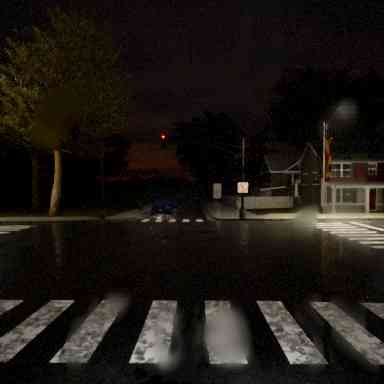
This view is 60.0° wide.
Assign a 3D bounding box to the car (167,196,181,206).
[{"bbox_3d":[-2.865,1.484,54.726,2.033,1.411,5.357,0,0,0],"label":"car"}]

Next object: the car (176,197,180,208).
[{"bbox_3d":[-2.914,1.460,44.097,1.837,1.490,4.892,0,0,0],"label":"car"}]

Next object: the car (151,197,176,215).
[{"bbox_3d":[-2.958,1.447,33.795,1.882,1.535,5.008,0,0,0],"label":"car"}]
